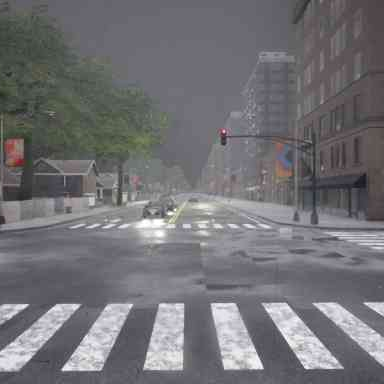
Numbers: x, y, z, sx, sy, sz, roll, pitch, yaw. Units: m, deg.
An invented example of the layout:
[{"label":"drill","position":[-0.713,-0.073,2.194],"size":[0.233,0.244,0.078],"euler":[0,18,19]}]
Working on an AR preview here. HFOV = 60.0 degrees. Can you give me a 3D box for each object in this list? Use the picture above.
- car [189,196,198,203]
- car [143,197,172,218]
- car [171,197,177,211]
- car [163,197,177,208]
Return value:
[{"label":"car","position":[0.287,1.547,70.300],"size":[2.128,1.511,4.902],"euler":[0,0,0]},{"label":"car","position":[-3.263,1.504,30.175],"size":[2.128,1.511,4.902],"euler":[0,0,0]},{"label":"car","position":[-3.234,1.372,39.910],"size":[2.097,1.767,4.553],"euler":[0,0,0]},{"label":"car","position":[-3.200,1.555,49.867],"size":[1.812,1.442,4.674],"euler":[0,0,0]}]
